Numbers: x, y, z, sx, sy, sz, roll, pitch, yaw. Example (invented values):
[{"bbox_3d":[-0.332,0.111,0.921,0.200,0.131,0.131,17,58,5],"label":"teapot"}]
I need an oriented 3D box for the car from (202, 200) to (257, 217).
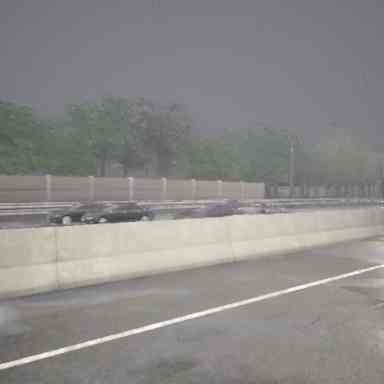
[{"bbox_3d":[3.676,1.560,32.227,5.357,1.411,2.033,0,0,-37],"label":"car"}]

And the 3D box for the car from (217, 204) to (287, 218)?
[{"bbox_3d":[4.027,1.606,19.730,4.718,1.301,1.895,0,0,-35],"label":"car"}]

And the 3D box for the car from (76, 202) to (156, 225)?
[{"bbox_3d":[-4.773,1.505,22.027,4.892,1.490,1.837,0,0,-35],"label":"car"}]

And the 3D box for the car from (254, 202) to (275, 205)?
[{"bbox_3d":[6.312,1.614,29.918,4.718,1.301,1.895,0,0,-35],"label":"car"}]

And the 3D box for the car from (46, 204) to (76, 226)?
[{"bbox_3d":[-7.618,1.503,23.451,4.892,1.490,1.837,0,0,-38],"label":"car"}]

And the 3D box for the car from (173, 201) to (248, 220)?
[{"bbox_3d":[1.303,1.551,22.091,5.357,1.411,2.033,0,0,-35],"label":"car"}]
